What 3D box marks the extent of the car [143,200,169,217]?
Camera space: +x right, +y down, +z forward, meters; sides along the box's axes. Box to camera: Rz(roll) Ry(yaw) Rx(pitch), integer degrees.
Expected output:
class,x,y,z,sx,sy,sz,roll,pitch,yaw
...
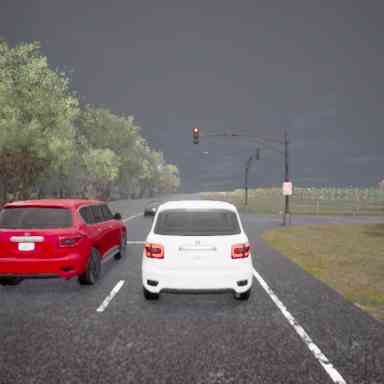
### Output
class,x,y,z,sx,sy,sz,roll,pitch,yaw
car,-3.398,1.555,32.093,1.994,1.385,4.181,0,0,0

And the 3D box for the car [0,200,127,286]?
class,x,y,z,sx,sy,sz,roll,pitch,yaw
car,-3.399,1.219,9.533,2.150,2.045,5.566,0,0,0

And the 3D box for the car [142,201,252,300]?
class,x,y,z,sx,sy,sz,roll,pitch,yaw
car,0.102,1.220,8.493,2.150,2.045,5.566,0,0,0
